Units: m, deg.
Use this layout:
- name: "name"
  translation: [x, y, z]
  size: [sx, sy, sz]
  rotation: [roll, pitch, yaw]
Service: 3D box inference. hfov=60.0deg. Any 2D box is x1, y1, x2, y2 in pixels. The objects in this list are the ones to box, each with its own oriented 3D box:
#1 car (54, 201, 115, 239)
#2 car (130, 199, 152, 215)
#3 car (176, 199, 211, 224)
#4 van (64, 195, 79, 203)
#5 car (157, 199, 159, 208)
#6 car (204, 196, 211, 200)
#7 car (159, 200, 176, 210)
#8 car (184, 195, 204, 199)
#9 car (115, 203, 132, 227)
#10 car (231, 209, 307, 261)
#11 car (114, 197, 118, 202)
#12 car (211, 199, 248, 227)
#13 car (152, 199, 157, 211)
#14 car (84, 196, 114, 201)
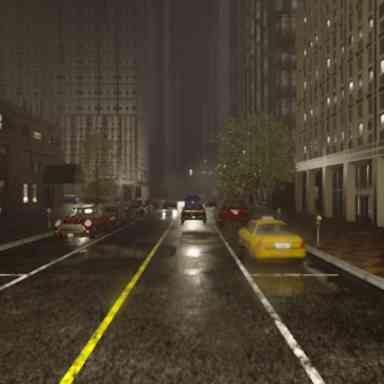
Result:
- name: "car"
  translation: [-5.670, 1.492, 17.544]
  size: [1.967, 1.590, 4.097]
  rotation: [0, 0, 0]
- name: "car"
  translation: [-5.648, 1.543, 34.117]
  size: [1.967, 1.590, 4.097]
  rotation: [0, 0, 0]
- name: "car"
  translation: [0.124, 1.568, 25.673]
  size: [2.128, 1.511, 4.902]
  rotation: [0, 0, 0]
- name: "van"
  translation: [-24.059, 1.526, 64.740]
  size: [3.998, 1.788, 1.690]
  rotation: [0, 0, 1]
- name: "car"
  translation: [-5.756, 1.694, 49.317]
  size: [1.887, 1.381, 4.507]
  rotation: [0, 0, 0]
- name: "car"
  translation: [2.885, 1.735, 50.682]
  size: [1.802, 1.307, 4.206]
  rotation: [0, 0, 0]
- name: "car"
  translation: [-2.991, 1.740, 45.999]
  size: [1.895, 1.301, 4.718]
  rotation: [0, 0, 1]
- name: "car"
  translation: [0.101, 1.352, 43.303]
  size: [2.150, 2.045, 5.566]
  rotation: [0, 0, 1]
- name: "car"
  translation: [-5.662, 1.651, 23.069]
  size: [1.802, 1.307, 4.206]
  rotation: [0, 0, 0]
- name: "car"
  translation: [2.703, 1.561, 12.182]
  size: [1.752, 1.417, 4.829]
  rotation: [0, 0, 0]
- name: "car"
  translation: [-18.420, 1.725, 73.056]
  size: [4.403, 1.369, 2.008]
  rotation: [0, 0, 1]
- name: "car"
  translation: [2.716, 1.384, 23.062]
  size: [2.192, 1.841, 5.009]
  rotation: [0, 0, 0]
- name: "car"
  translation: [-5.698, 1.685, 39.640]
  size: [1.947, 1.339, 4.313]
  rotation: [0, 0, 0]
- name: "car"
  translation: [-18.519, 1.507, 64.675]
  size: [5.009, 1.841, 2.192]
  rotation: [0, 0, 1]
